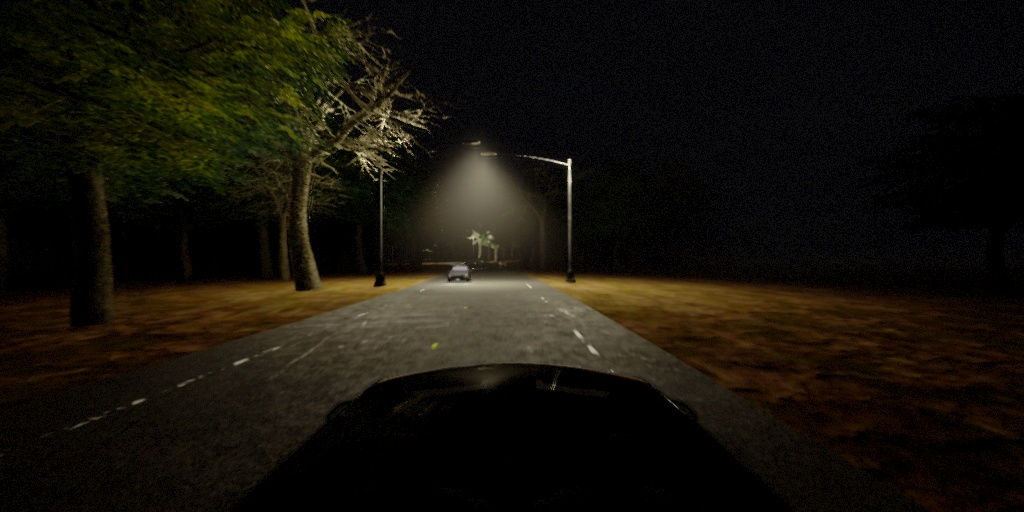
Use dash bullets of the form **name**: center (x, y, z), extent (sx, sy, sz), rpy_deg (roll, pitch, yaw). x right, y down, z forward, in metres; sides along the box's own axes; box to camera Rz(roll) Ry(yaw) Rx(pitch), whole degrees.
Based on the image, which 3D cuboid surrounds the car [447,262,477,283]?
- **car**: center (-4.437, 1.508, 31.132), extent (2.033, 1.411, 5.357), rpy_deg (0, 0, -3)

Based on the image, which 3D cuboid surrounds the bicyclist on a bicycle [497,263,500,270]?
- **bicyclist on a bicycle**: center (-1.775, 1.512, 54.737), extent (0.866, 1.612, 1.509), rpy_deg (0, -1, -6)

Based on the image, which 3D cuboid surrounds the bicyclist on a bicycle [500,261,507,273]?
- **bicyclist on a bicycle**: center (-0.889, 1.470, 45.516), extent (0.582, 1.620, 1.656), rpy_deg (0, -1, -5)
